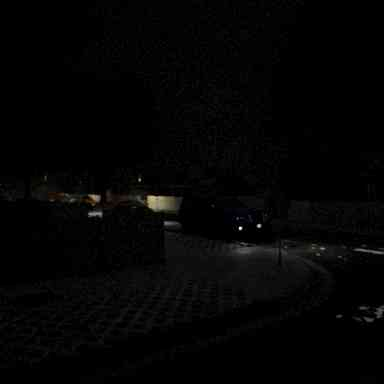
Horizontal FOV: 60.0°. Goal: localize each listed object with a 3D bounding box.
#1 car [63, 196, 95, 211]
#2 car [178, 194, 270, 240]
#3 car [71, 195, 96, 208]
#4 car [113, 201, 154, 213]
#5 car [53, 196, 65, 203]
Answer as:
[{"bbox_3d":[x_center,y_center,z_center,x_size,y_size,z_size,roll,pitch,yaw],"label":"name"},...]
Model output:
[{"bbox_3d":[-12.196,1.421,36.233,1.895,1.301,4.718,0,0,-35],"label":"car"},{"bbox_3d":[1.411,1.158,17.198,2.150,2.045,5.566,0,0,-36],"label":"car"},{"bbox_3d":[-14.594,1.260,44.545,1.882,1.535,5.008,0,0,-35],"label":"car"},{"bbox_3d":[-4.565,1.409,25.554,1.812,1.442,4.674,0,0,-36],"label":"car"},{"bbox_3d":[-20.507,1.286,52.720,2.033,1.411,5.357,0,0,-36],"label":"car"}]
